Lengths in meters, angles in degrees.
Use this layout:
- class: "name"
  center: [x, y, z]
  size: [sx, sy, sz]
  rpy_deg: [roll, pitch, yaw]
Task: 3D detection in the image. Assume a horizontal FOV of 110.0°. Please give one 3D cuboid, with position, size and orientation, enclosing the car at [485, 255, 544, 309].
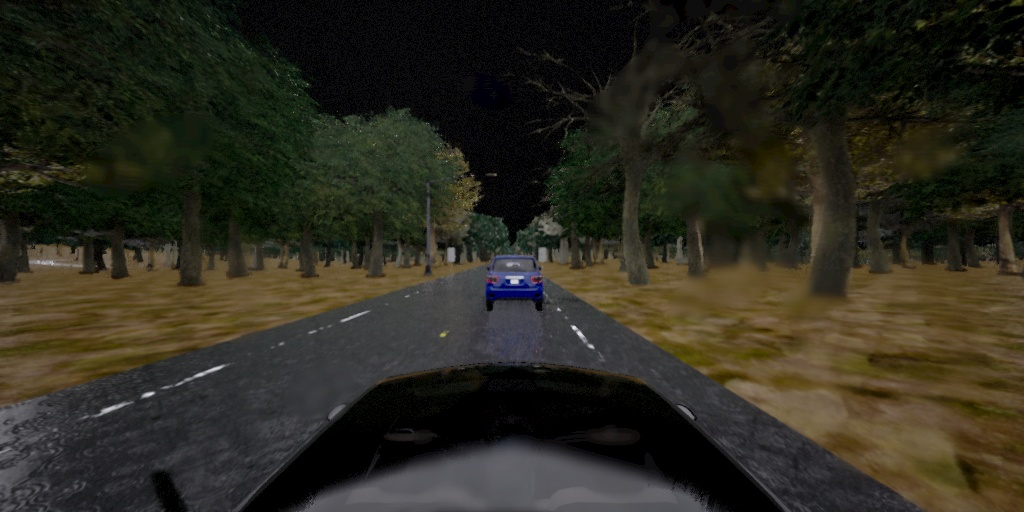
- class: "car"
  center: [0.093, 0.993, 15.097]
  size: [2.150, 2.045, 5.566]
  rpy_deg: [0, 0, 0]
